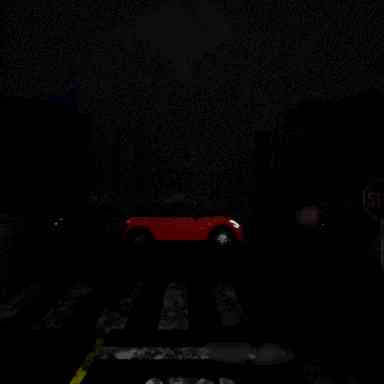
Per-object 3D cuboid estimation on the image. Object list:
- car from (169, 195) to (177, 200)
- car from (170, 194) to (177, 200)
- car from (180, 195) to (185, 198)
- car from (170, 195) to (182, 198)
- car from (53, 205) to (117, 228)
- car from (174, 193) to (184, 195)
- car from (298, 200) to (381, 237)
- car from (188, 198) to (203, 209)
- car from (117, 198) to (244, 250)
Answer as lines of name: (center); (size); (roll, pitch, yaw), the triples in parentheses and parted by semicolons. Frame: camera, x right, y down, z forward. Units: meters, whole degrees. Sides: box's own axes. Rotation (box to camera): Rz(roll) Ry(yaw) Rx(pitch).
car: (-5.228, 1.471, 92.645); (2.008, 1.369, 4.403); (1, 0, 0)
car: (-5.269, 1.446, 94.619); (1.752, 1.417, 4.829); (1, 0, 0)
car: (-2.539, 1.512, 50.882); (1.994, 1.385, 4.181); (0, 0, -1)
car: (-2.544, 1.441, 38.406); (1.882, 1.535, 5.008); (0, 0, 0)
car: (-6.781, 1.629, 23.343); (5.357, 1.411, 2.033); (-1, -1, -37)
car: (-2.454, 1.461, 66.490); (1.812, 1.442, 4.674); (0, 0, 0)
car: (7.685, 1.193, 16.335); (4.553, 1.767, 2.097); (-1, -1, -1)
car: (0.412, 1.518, 45.984); (1.994, 1.385, 4.181); (0, 0, 0)
car: (-0.319, 1.216, 13.014); (4.553, 1.767, 2.097); (-1, -1, 0)
